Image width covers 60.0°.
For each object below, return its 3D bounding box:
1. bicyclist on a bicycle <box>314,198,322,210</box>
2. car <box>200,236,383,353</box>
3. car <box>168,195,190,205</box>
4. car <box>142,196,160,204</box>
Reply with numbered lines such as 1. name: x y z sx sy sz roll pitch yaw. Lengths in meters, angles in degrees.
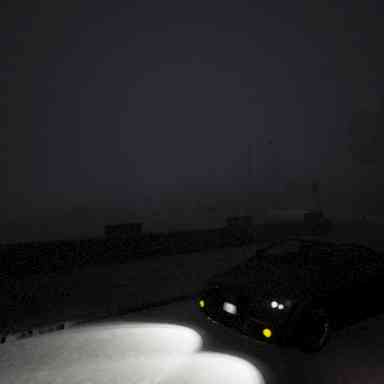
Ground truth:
1. bicyclist on a bicycle: 15.231 1.349 40.125 1.656 1.620 0.582 0 0 -35
2. car: 2.192 1.564 6.168 4.181 1.385 1.994 0 0 -35
3. car: -2.258 1.352 57.328 2.097 1.767 4.553 0 0 -35
4. car: -8.129 1.478 65.481 1.882 1.535 5.008 0 0 -35
